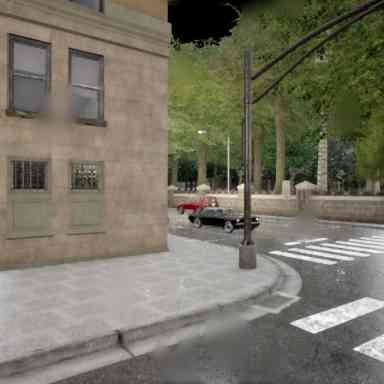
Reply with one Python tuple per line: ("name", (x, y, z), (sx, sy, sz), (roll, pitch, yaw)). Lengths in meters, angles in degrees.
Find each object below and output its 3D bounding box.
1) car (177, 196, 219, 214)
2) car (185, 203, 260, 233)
("car", (0.571, 1.285, 31.798), (2.192, 1.841, 5.009), (0, 0, -35))
("car", (1.816, 1.586, 19.855), (1.895, 1.301, 4.718), (0, 0, -35))
